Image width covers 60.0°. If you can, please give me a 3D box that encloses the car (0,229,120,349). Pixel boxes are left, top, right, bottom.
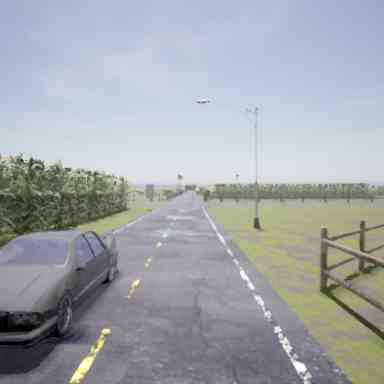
[{"bbox_3d":[-2.848,1.522,6.804,2.033,1.411,5.357,0,0,0],"label":"car"}]
